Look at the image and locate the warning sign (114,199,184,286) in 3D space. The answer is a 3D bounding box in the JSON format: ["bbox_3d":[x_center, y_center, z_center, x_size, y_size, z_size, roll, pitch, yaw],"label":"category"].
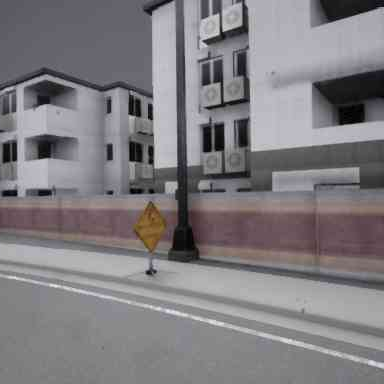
[{"bbox_3d":[-1.019,1.124,8.128,1.060,1.860,1.300,-1,1,31],"label":"warning sign"}]
